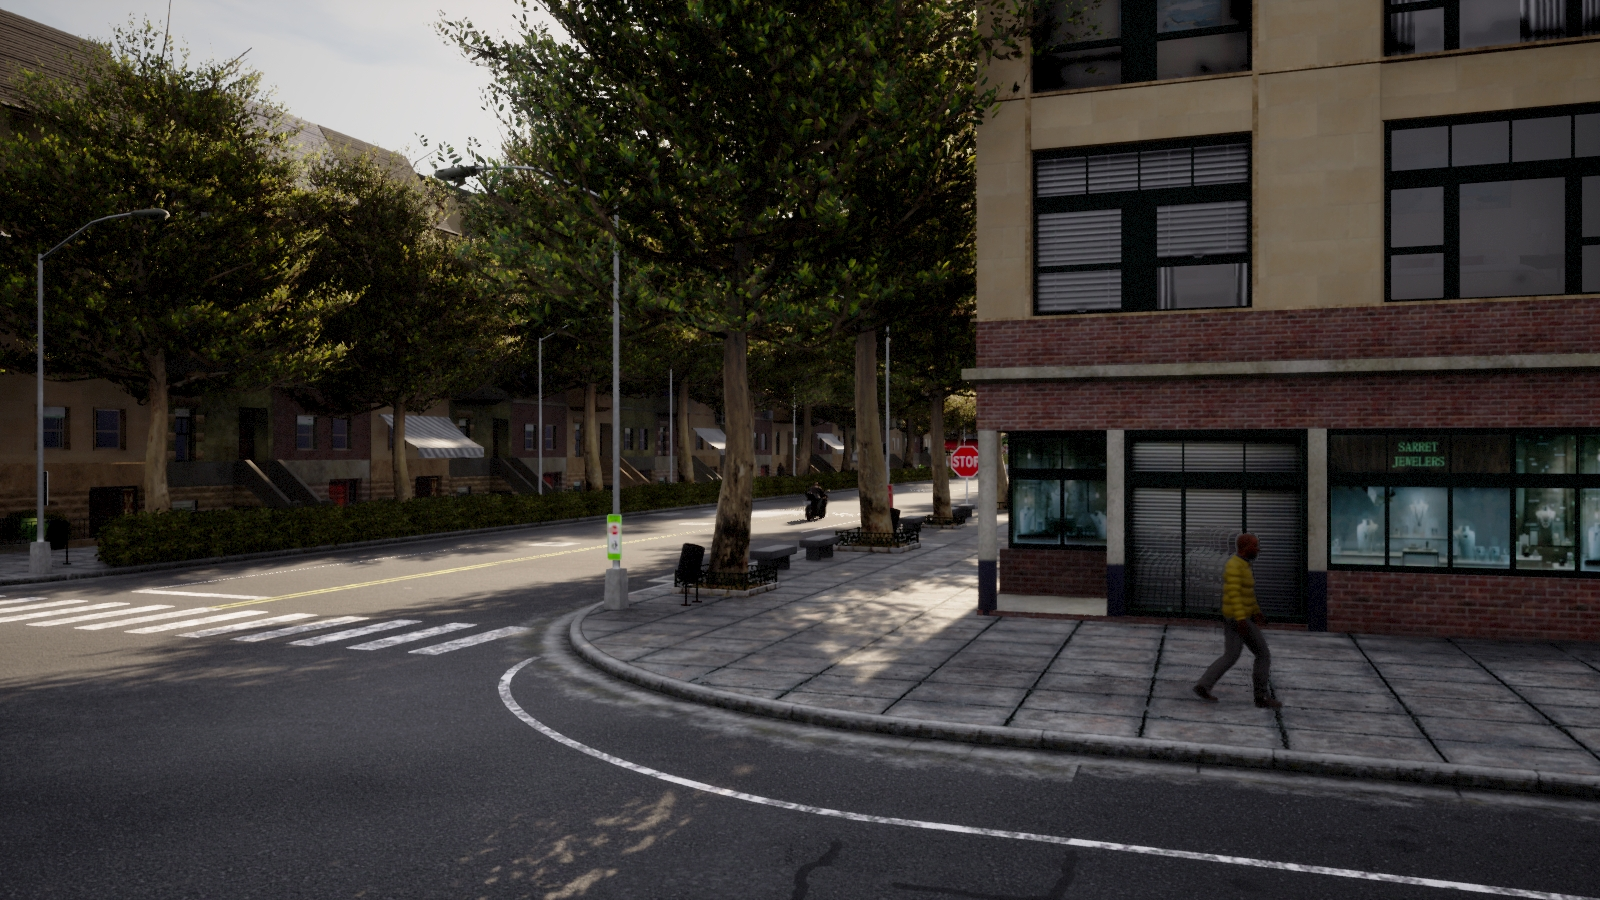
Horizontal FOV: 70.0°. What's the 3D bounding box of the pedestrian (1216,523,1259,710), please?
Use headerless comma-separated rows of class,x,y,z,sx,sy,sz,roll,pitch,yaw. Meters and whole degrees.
pedestrian,4.516,1.696,11.789,0.375,1.860,0.375,0,0,27

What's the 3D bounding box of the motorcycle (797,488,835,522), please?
motorcycle,0.647,2.211,45.937,0.867,1.251,2.209,0,0,20

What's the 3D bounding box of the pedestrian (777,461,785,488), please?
pedestrian,-1.306,1.707,78.508,0.375,1.860,0.375,0,0,19
